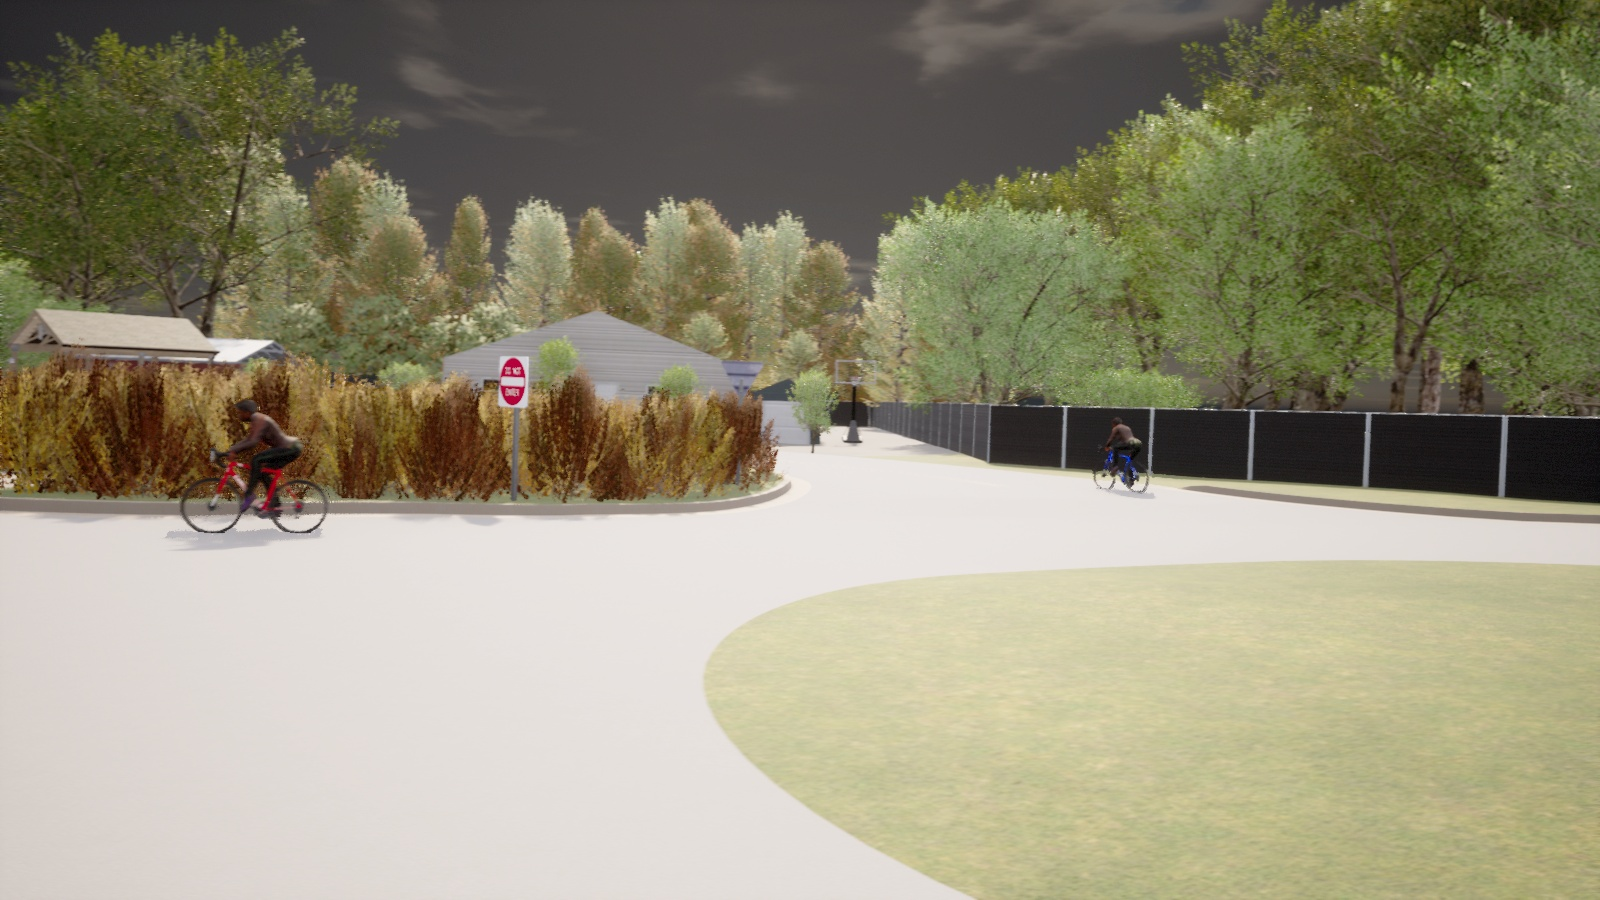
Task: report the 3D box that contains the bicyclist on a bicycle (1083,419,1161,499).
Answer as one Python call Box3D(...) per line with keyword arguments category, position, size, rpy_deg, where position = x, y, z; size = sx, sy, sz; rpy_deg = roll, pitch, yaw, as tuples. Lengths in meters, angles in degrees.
Box3D(category="bicyclist on a bicycle", position=(6.949, 0.173, 27.180), size=(0.582, 1.620, 1.656), rpy_deg=(0, 3, -30))

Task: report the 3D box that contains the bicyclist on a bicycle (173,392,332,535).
Box3D(category="bicyclist on a bicycle", position=(-6.595, 0.174, 15.148), size=(1.656, 1.620, 0.582), rpy_deg=(3, 3, -27))
